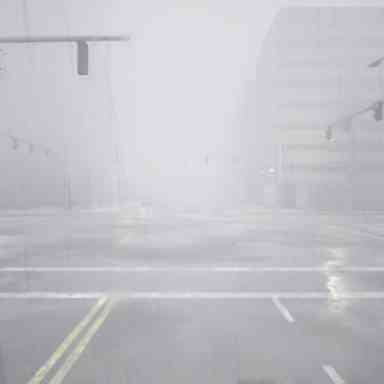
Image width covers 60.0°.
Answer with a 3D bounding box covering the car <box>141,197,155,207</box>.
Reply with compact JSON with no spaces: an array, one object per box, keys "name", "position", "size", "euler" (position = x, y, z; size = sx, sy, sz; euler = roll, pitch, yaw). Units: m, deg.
[{"name":"car","position":[-6.991,1.660,53.133],"size":[1.837,1.490,4.892],"euler":[0,0,0]}]
